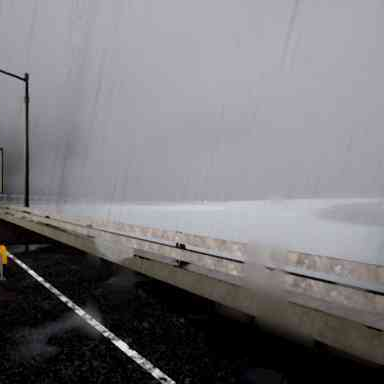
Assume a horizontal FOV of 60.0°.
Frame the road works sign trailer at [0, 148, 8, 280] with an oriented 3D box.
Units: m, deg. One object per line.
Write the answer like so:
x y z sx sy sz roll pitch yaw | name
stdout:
-6.477 0.461 8.991 2.380 3.560 2.880 0 0 -38 | road works sign trailer
